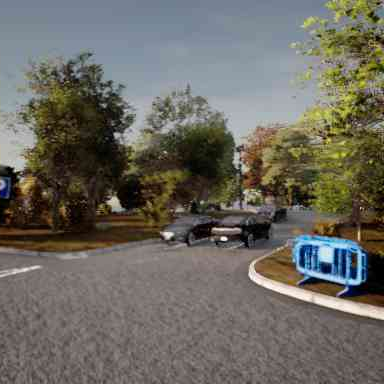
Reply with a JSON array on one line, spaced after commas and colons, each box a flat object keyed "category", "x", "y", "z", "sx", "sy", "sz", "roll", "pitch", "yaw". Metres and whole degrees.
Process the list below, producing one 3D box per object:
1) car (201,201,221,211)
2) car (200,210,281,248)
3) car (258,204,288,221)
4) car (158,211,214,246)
[{"category": "car", "x": 2.485, "y": 2.323, "z": 55.079, "sx": 4.553, "sy": 1.767, "sz": 2.097, "roll": -2, "pitch": -2, "yaw": 31}, {"category": "car", "x": 2.729, "y": 1.958, "z": 17.475, "sx": 2.128, "sy": 1.511, "sz": 4.902, "roll": -3, "pitch": -2, "yaw": 31}, {"category": "car", "x": 7.388, "y": 1.953, "z": 31.236, "sx": 2.097, "sy": 1.767, "sz": 4.553, "roll": -3, "pitch": -1, "yaw": 31}, {"category": "car", "x": 0.019, "y": 2.107, "z": 19.157, "sx": 2.128, "sy": 1.511, "sz": 4.902, "roll": -3, "pitch": -2, "yaw": 32}]
